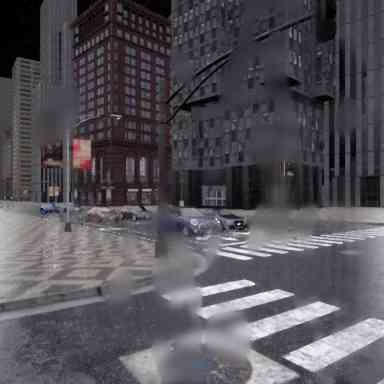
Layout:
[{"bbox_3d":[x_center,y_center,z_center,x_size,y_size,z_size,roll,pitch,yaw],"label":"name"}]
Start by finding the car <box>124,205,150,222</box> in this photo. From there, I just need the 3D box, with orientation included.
[{"bbox_3d":[-5.504,2.031,32.498,1.837,1.490,4.892,0,1,-36],"label":"car"}]

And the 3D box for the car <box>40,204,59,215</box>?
[{"bbox_3d":[-20.768,2.433,48.336,1.882,1.535,5.008,0,-1,-35],"label":"car"}]

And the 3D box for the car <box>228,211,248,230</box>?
[{"bbox_3d":[1.767,1.861,22.370,1.994,1.385,4.181,0,-1,-36],"label":"car"}]

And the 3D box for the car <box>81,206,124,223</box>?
[{"bbox_3d":[-8.403,2.071,30.961,1.812,1.442,4.674,0,-1,-36],"label":"car"}]

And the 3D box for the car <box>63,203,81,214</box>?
[{"bbox_3d":[-17.978,2.436,50.019,2.128,1.511,4.902,0,-1,-35],"label":"car"}]

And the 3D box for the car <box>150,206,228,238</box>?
[{"bbox_3d":[-0.306,1.636,19.651,2.097,1.767,4.553,0,-1,-35],"label":"car"}]
